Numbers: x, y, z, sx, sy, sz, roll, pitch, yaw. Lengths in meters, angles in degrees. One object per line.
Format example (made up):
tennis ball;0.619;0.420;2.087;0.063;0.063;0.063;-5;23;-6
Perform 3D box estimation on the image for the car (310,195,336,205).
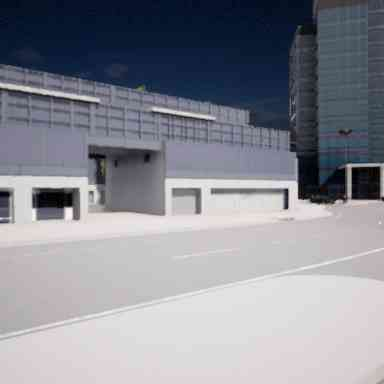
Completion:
car;20.391;1.235;51.946;1.837;1.490;4.892;0;0;-14
